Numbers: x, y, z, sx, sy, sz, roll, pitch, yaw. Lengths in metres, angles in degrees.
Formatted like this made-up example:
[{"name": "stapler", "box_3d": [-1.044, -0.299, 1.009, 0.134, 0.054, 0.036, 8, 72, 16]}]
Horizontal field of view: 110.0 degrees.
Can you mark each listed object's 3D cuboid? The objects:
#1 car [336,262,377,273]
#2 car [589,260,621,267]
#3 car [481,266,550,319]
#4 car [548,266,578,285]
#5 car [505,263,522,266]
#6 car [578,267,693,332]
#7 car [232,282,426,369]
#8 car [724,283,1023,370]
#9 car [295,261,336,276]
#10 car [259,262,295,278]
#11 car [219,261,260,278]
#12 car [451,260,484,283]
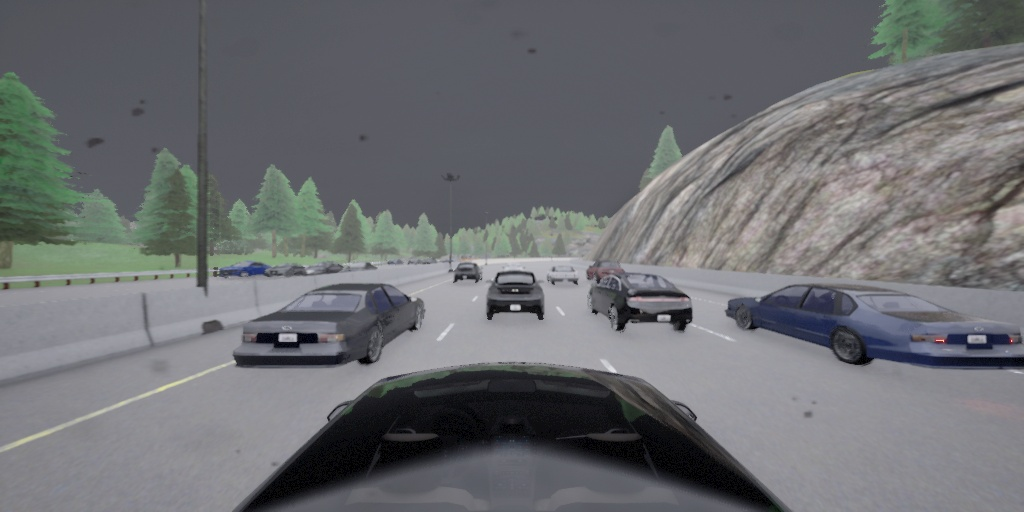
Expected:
[{"name": "car", "box_3d": [-14.048, 1.274, 33.268, 1.812, 1.442, 4.674, 0, 0, 0]}, {"name": "car", "box_3d": [7.130, 1.127, 27.788, 2.097, 1.767, 4.553, 0, 0, 0]}, {"name": "car", "box_3d": [0.107, 1.261, 12.866, 1.837, 1.490, 4.892, 0, 0, 0]}, {"name": "car", "box_3d": [3.628, 1.370, 26.448, 1.895, 1.301, 4.718, 0, 0, 0]}, {"name": "car", "box_3d": [0.124, 1.291, 29.078, 1.812, 1.442, 4.674, 0, 0, 0]}, {"name": "car", "box_3d": [3.600, 1.252, 10.889, 2.128, 1.511, 4.902, 0, 0, 0]}, {"name": "car", "box_3d": [-3.409, 1.297, 7.978, 2.033, 1.411, 5.357, 0, 0, 0]}, {"name": "car", "box_3d": [7.091, 1.311, 7.971, 2.033, 1.411, 5.357, 0, 0, 0]}, {"name": "car", "box_3d": [-17.546, 1.236, 33.573, 2.128, 1.511, 4.902, 0, 0, 0]}, {"name": "car", "box_3d": [-21.045, 1.303, 33.670, 1.994, 1.385, 4.181, 0, 0, 0]}, {"name": "car", "box_3d": [-24.545, 1.211, 33.249, 1.882, 1.535, 5.008, 0, 0, 0]}, {"name": "car", "box_3d": [-3.368, 1.266, 28.096, 1.837, 1.490, 4.892, 0, 0, 0]}]
